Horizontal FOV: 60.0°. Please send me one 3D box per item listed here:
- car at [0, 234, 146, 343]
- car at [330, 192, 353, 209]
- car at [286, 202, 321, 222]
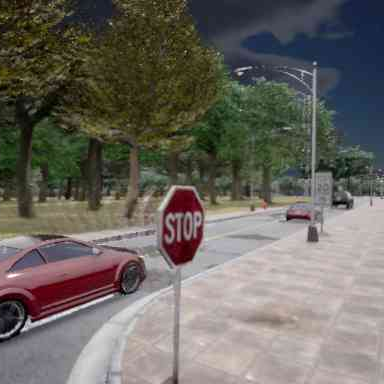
[{"bbox_3d":[-2.803,1.535,6.628,1.994,1.385,4.181,1,1,32],"label":"car"},{"bbox_3d":[18.815,0.970,41.775,2.150,2.045,5.566,1,1,32],"label":"car"},{"bbox_3d":[8.474,1.406,24.965,1.994,1.385,4.181,1,1,32],"label":"car"}]
